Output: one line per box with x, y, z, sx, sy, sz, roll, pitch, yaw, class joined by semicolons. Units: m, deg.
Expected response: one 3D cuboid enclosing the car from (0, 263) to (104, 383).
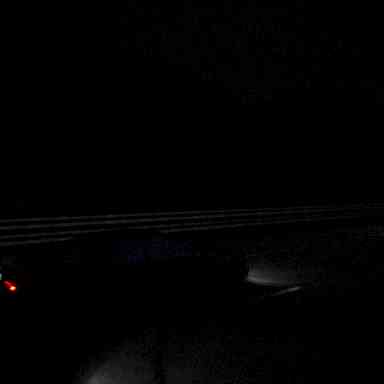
-3.246;1.547;1.433;5.357;1.411;2.033;0;0;-36;car

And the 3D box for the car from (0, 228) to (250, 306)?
-1.221;1.521;7.176;5.357;1.411;2.033;1;0;-36;car
